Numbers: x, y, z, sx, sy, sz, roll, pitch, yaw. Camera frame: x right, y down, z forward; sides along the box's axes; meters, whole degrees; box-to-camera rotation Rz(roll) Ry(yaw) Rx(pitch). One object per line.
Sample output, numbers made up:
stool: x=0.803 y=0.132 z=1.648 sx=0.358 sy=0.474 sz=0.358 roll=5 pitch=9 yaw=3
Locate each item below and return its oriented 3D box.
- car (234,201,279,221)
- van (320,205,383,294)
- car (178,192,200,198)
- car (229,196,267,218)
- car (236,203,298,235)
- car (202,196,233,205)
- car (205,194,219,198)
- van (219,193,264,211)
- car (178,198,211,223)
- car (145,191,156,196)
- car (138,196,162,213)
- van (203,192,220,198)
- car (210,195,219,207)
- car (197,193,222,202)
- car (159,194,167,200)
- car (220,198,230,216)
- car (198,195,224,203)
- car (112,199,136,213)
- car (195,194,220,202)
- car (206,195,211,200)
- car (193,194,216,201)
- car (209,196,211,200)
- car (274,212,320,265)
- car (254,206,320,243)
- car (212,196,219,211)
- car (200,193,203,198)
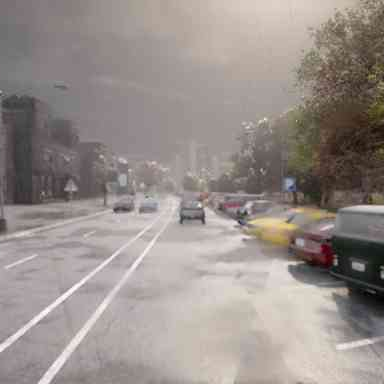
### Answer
car: x=5.283 y=1.493 z=19.298 sx=4.892 sy=1.521 sz=2.231 roll=1 pitch=0 yaw=-21
van: x=5.402 y=1.272 z=7.475 sx=4.442 sy=1.987 sz=1.878 roll=1 pitch=0 yaw=-20
car: x=-0.481 y=1.270 z=42.696 sx=2.097 sy=1.767 sz=4.553 roll=0 pitch=0 yaw=-2
car: x=5.224 y=1.360 z=22.261 sx=4.553 sy=1.767 sz=2.185 roll=1 pitch=0 yaw=-21
car: x=5.116 y=1.491 z=16.260 sx=5.366 sy=1.575 sz=1.946 roll=1 pitch=0 yaw=-20
car: x=4.209 y=1.374 z=54.891 sx=4.674 sy=1.452 sz=2.002 roll=1 pitch=1 yaw=-23
car: x=4.633 y=1.423 z=45.991 sx=4.674 sy=1.452 sz=2.002 roll=1 pitch=0 yaw=-23
van: x=5.220 y=1.234 z=31.230 sx=4.442 sy=1.987 sz=1.878 roll=1 pitch=0 yaw=-21
car: x=-0.005 y=1.484 z=25.160 sx=2.128 sy=1.511 sz=4.902 roll=0 pitch=0 yaw=-1
car: x=-9.732 y=0.728 z=78.127 sx=2.150 sy=2.045 sz=5.566 roll=0 pitch=0 yaw=-5
car: x=-4.588 y=1.480 z=35.928 sx=1.812 sy=1.442 sz=4.674 roll=0 pitch=0 yaw=-2
van: x=4.401 y=1.139 z=48.908 sx=4.442 sy=1.987 sz=1.878 roll=1 pitch=1 yaw=-23
car: x=5.130 y=1.431 z=37.193 sx=5.366 sy=1.575 sz=1.946 roll=1 pitch=0 yaw=-22
car: x=3.442 y=1.155 z=66.743 sx=4.553 sy=1.767 sz=2.185 roll=1 pitch=0 yaw=-24
car: x=-6.909 y=1.092 z=77.988 sx=1.994 sy=1.385 sz=4.181 roll=0 pitch=0 yaw=-5
car: x=5.170 y=1.509 z=28.212 sx=4.674 sy=1.452 sz=2.002 roll=1 pitch=0 yaw=-21
car: x=3.677 y=1.333 z=63.785 sx=4.674 sy=1.452 sz=2.002 roll=1 pitch=0 yaw=-24
car: x=-7.411 y=1.499 z=36.879 sx=2.033 sy=1.411 sz=5.357 roll=0 pitch=0 yaw=-2
car: x=3.268 y=1.271 z=69.713 sx=4.892 sy=1.521 sz=2.231 roll=1 pitch=0 yaw=-25
car: x=4.731 y=1.440 z=43.038 sx=4.674 sy=1.452 sz=2.002 roll=0 pitch=1 yaw=-22
car: x=2.766 y=1.280 z=75.627 sx=4.792 sy=1.488 sz=2.163 roll=1 pitch=0 yaw=-25
car: x=4.852 y=1.457 z=40.093 sx=4.674 sy=1.452 sz=2.002 roll=1 pitch=0 yaw=-22
car: x=5.320 y=1.528 z=10.404 sx=4.792 sy=1.488 sz=2.163 roll=1 pitch=0 yaw=-20
car: x=5.469 y=1.497 z=13.420 sx=5.366 sy=1.575 sz=1.946 roll=1 pitch=0 yaw=-20
car: x=5.033 y=1.446 z=34.155 sx=5.008 sy=1.535 sz=2.097 roll=1 pitch=0 yaw=-22
car: x=4.191 y=1.344 z=51.851 sx=5.366 sy=1.575 sz=1.946 roll=1 pitch=1 yaw=-23
